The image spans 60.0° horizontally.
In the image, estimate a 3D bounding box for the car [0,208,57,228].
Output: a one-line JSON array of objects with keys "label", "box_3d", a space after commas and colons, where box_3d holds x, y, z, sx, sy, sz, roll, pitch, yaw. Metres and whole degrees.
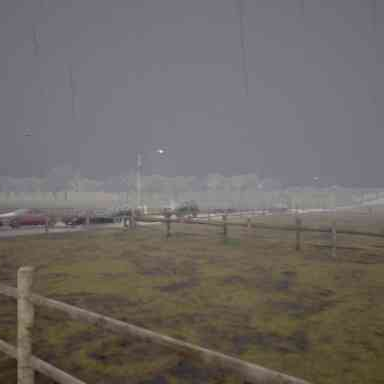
[{"label": "car", "box_3d": [-12.387, 1.905, 24.952, 1.994, 1.385, 4.181, 1, -1, 36]}]

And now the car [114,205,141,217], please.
[{"label": "car", "box_3d": [-7.129, 2.031, 32.422, 2.128, 1.511, 4.902, 1, -1, 35]}]

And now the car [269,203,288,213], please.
[{"label": "car", "box_3d": [15.461, 2.843, 59.459, 2.097, 1.767, 4.553, 1, -1, 37]}]

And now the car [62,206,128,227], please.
[{"label": "car", "box_3d": [-7.736, 2.059, 26.435, 1.895, 1.301, 4.718, 1, -1, 35]}]

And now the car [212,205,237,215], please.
[{"label": "car", "box_3d": [4.834, 2.655, 49.371, 1.895, 1.301, 4.718, 1, -1, 36]}]

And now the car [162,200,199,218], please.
[{"label": "car", "box_3d": [-1.323, 1.999, 40.672, 2.150, 2.045, 5.566, 1, -1, 35]}]
